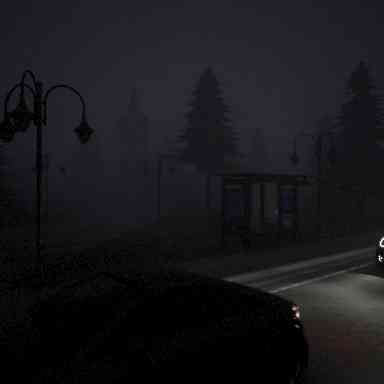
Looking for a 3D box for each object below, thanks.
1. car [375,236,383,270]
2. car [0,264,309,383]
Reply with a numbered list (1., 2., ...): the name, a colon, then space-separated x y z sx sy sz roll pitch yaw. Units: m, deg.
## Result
1. car: 7.209 1.350 9.579 4.553 1.767 2.097 0 0 -38
2. car: -0.652 1.564 3.502 4.181 1.385 1.994 0 0 -37
